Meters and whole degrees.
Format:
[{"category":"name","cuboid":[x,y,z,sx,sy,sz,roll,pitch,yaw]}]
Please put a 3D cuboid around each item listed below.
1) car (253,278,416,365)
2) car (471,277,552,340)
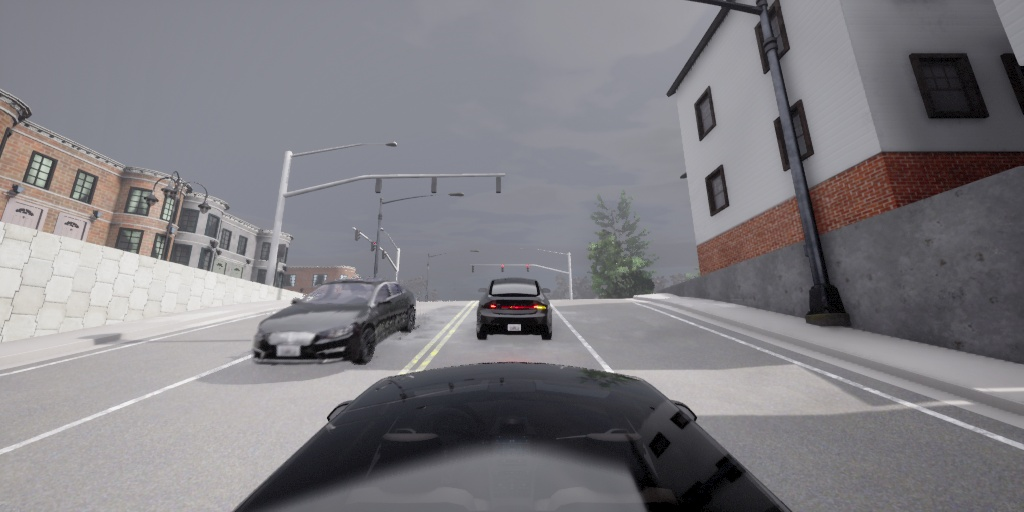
[{"category":"car","cuboid":[-3.604,1.290,8.238,2.128,1.511,4.902,0,-1,0]},{"category":"car","cuboid":[0.065,1.352,10.343,1.837,1.490,4.892,0,0,0]}]
